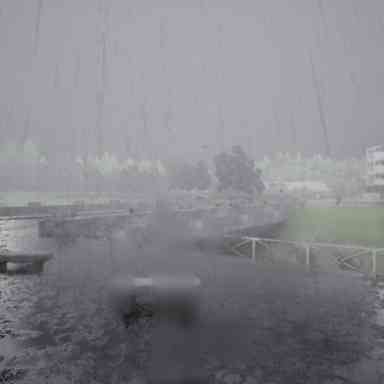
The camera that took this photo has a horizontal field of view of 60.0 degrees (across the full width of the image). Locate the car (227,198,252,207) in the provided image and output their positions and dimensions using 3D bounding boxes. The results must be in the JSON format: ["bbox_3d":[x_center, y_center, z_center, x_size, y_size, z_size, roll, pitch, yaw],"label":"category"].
[{"bbox_3d":[6.560,1.556,45.438,1.994,1.385,4.181,0,0,35],"label":"car"}]

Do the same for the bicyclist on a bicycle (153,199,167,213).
[{"bbox_3d":[-2.410,1.343,25.622,1.656,1.620,0.582,0,0,35],"label":"bicyclist on a bicycle"}]
